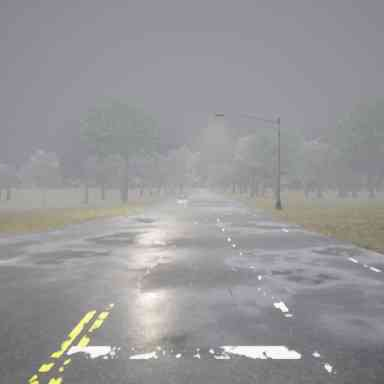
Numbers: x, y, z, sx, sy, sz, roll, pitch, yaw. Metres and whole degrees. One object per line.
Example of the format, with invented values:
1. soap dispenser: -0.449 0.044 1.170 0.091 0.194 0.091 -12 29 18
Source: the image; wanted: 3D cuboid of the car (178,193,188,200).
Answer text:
1. car: -1.861 0.874 68.489 2.128 1.511 4.902 0 1 2
